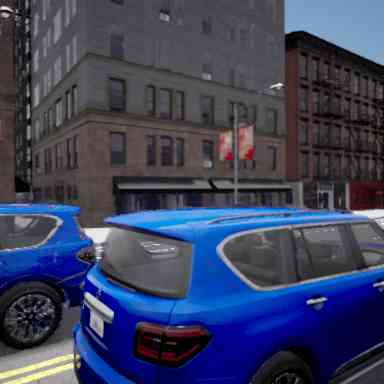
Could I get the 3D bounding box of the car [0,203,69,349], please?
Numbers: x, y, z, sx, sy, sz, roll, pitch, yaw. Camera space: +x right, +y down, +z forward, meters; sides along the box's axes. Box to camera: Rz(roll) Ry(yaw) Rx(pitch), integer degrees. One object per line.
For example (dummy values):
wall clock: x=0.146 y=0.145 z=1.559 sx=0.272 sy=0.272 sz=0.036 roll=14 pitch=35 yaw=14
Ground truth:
car: x=-4.155 y=1.225 z=4.712 sx=5.566 sy=2.045 sz=2.150 roll=0 pitch=0 yaw=-35

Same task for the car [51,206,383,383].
car: x=1.367 y=1.210 z=4.413 sx=5.566 sy=2.045 sz=2.150 roll=0 pitch=0 yaw=-35
